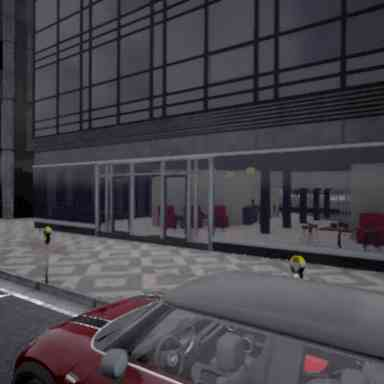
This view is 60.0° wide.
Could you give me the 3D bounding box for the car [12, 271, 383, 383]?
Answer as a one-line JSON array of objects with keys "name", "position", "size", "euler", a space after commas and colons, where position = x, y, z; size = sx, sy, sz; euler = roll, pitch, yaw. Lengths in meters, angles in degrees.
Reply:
[{"name": "car", "position": [0.277, 1.434, 2.760], "size": [4.097, 1.590, 1.967], "euler": [0, 0, 35]}]
